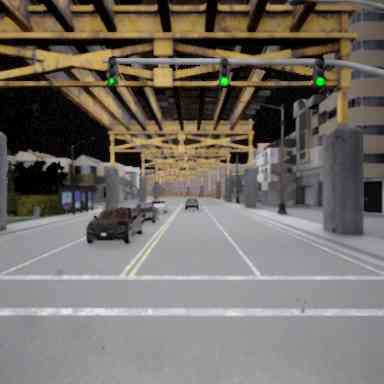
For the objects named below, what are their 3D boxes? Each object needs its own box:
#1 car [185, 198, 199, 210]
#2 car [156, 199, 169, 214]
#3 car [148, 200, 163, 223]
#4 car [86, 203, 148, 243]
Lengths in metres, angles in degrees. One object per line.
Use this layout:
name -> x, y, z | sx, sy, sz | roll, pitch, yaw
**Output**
car -> 0.005, 1.545, 43.188 | 2.033, 1.411, 5.357 | 0, 0, 0
car -> -3.562, 1.523, 35.538 | 1.812, 1.442, 4.674 | 0, 0, 1
car -> -3.593, 1.562, 25.273 | 1.994, 1.385, 4.181 | 0, 0, 1
car -> -3.584, 1.476, 16.188 | 1.882, 1.535, 5.008 | 0, 0, 1
